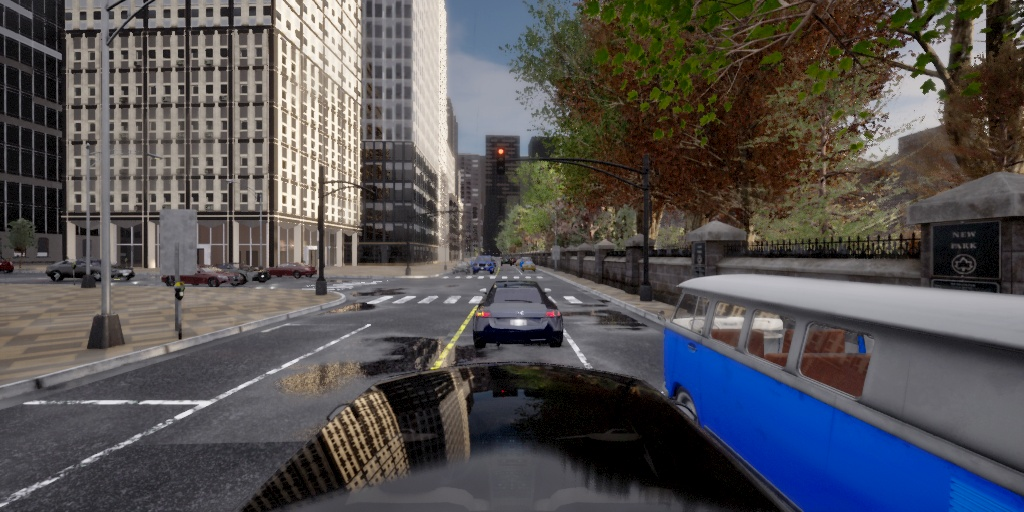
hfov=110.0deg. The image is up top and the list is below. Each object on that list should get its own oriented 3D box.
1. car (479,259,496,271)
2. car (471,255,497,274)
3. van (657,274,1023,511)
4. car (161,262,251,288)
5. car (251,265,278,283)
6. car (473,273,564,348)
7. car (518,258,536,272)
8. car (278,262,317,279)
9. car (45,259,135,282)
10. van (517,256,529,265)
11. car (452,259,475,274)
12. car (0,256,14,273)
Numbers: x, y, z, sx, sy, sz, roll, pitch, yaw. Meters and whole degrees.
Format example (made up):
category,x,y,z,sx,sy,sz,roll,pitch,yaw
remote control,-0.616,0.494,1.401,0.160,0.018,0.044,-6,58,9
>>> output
category,x,y,z,sx,sy,sz,roll,pitch,yaw
car,-3.375,1.223,50.689,2.128,1.511,4.902,0,0,-1
car,-3.168,0.959,40.739,2.150,2.045,5.566,0,0,0
van,2.568,1.091,2.673,1.690,1.789,3.998,0,0,0
car,-18.151,1.149,21.026,4.207,1.307,1.802,0,0,4
car,-18.277,1.123,23.574,4.181,1.385,1.994,1,0,4
car,0.101,1.313,9.254,1.994,1.385,4.181,0,0,-1
car,2.131,1.260,46.392,1.751,1.417,4.829,0,0,-1
car,-18.085,1.127,29.139,4.207,1.307,1.802,0,0,4
car,-28.349,0.936,24.204,4.902,1.511,2.128,1,0,3
van,2.008,1.071,51.765,1.690,1.789,3.998,0,0,-1
car,-5.631,1.288,40.341,2.007,1.370,4.403,0,0,-1
car,-45.534,0.676,30.569,4.097,1.591,1.967,0,0,1
